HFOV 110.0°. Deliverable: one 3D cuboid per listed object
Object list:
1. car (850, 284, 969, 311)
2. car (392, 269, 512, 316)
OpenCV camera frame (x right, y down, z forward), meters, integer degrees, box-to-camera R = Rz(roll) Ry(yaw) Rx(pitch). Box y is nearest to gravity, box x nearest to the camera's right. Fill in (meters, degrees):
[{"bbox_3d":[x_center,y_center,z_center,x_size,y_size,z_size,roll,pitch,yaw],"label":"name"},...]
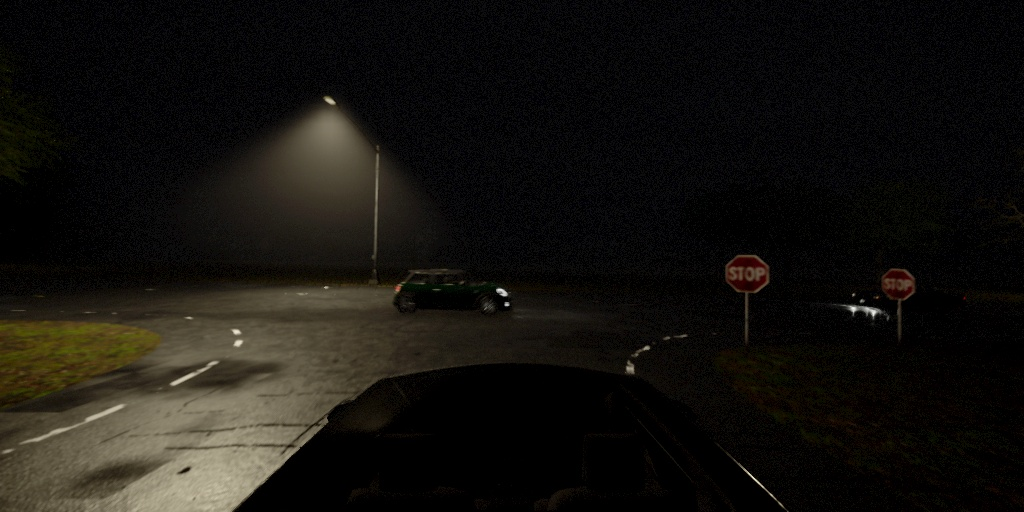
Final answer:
[{"bbox_3d":[23.347,2.353,21.150,5.357,1.411,2.033,2,0,0],"label":"car"},{"bbox_3d":[-2.252,1.333,14.282,4.553,1.767,2.097,1,0,0],"label":"car"}]
